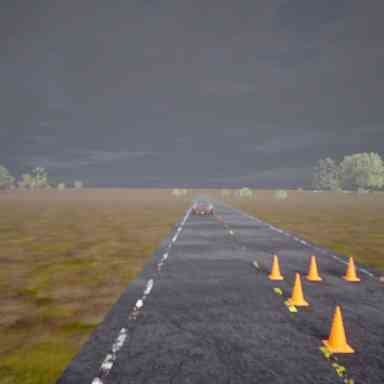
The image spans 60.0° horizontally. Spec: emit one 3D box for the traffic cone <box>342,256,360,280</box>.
[{"bbox_3d":[4.233,2.015,8.859,0.340,0.580,0.340,1,0,1],"label":"traffic cone"}]

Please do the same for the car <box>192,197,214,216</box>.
[{"bbox_3d":[1.055,1.385,33.356,2.097,1.767,4.553,1,0,1],"label":"car"}]

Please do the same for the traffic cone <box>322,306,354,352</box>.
[{"bbox_3d":[2.146,1.986,4.905,0.340,0.580,0.340,1,0,1],"label":"traffic cone"}]

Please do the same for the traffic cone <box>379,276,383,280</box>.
[{"bbox_3d":[5.233,2.028,8.838,0.340,0.580,0.340,1,0,1],"label":"traffic cone"}]

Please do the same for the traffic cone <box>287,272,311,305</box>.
[{"bbox_3d":[2.190,1.988,6.904,0.340,0.580,0.340,1,0,1],"label":"traffic cone"}]

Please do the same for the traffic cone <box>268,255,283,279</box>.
[{"bbox_3d":[2.234,1.989,8.904,0.340,0.580,0.340,1,0,1],"label":"traffic cone"}]

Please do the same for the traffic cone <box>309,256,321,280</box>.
[{"bbox_3d":[3.234,2.002,8.882,0.340,0.580,0.340,1,0,1],"label":"traffic cone"}]
